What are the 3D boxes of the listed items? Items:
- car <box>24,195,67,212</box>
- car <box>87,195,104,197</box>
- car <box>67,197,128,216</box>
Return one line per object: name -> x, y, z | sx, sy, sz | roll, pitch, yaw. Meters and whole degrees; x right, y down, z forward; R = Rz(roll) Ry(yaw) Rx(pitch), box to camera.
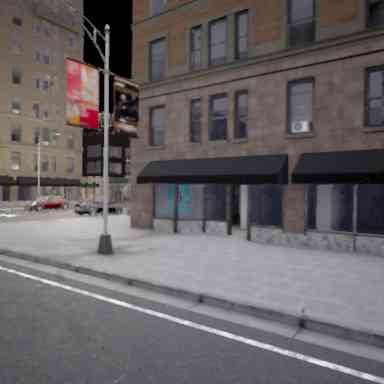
car -> -14.495, 1.095, 33.146 | 1.967, 1.590, 4.097 | 1, 1, 36
car -> -11.272, 1.093, 37.615 | 1.967, 1.590, 4.097 | 1, 1, 36
car -> -7.988, 1.338, 28.453 | 1.947, 1.339, 4.313 | 1, 1, 36
